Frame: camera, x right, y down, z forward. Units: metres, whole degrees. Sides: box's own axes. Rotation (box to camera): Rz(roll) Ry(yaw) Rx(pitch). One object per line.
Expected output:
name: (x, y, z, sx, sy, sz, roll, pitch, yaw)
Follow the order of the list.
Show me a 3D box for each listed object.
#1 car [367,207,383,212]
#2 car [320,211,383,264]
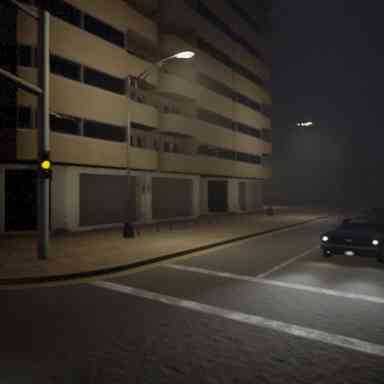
car: (11.188, 1.562, 19.398, 1.994, 1.385, 4.181, 0, 0, 34)
car: (6.160, 1.599, 12.200, 1.895, 1.301, 4.718, 0, 0, 35)
